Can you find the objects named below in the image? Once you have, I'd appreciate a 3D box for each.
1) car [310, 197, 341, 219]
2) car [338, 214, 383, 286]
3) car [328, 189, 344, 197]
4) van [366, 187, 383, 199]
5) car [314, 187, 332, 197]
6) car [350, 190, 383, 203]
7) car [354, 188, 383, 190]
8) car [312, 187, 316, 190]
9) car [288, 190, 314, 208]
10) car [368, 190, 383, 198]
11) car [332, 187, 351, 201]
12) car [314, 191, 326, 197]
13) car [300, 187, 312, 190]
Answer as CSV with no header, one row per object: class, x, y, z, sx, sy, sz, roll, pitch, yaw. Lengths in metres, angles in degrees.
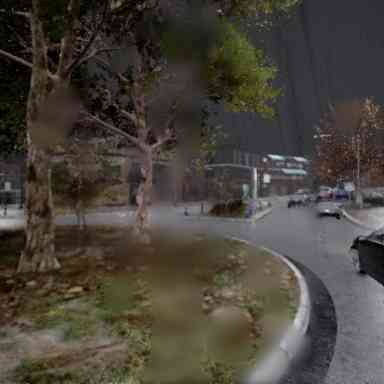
car,11.208,1.409,27.869,1.994,1.385,4.181,0,1,19
car,5.023,1.477,7.458,2.128,1.511,4.902,0,0,12
car,28.437,0.194,65.657,1.837,1.490,4.892,0,2,35
van,33.398,0.197,58.856,4.442,1.987,1.878,0,2,34
car,23.023,0.479,57.380,2.097,1.767,4.553,0,1,33
car,24.577,0.842,45.150,4.892,1.521,2.231,0,1,32
car,26.063,0.650,47.465,4.553,1.767,2.185,0,1,32
car,28.393,0.011,80.707,2.163,1.488,4.792,0,2,38
car,12.978,0.945,40.093,2.097,1.767,4.553,0,1,27
car,36.380,0.305,63.437,4.674,1.452,2.002,0,2,35
car,25.495,0.351,55.673,2.150,2.045,5.566,0,1,33
car,17.846,0.934,48.896,1.994,1.385,4.181,0,1,32
car,25.131,0.146,76.289,2.097,1.535,5.008,0,2,36
